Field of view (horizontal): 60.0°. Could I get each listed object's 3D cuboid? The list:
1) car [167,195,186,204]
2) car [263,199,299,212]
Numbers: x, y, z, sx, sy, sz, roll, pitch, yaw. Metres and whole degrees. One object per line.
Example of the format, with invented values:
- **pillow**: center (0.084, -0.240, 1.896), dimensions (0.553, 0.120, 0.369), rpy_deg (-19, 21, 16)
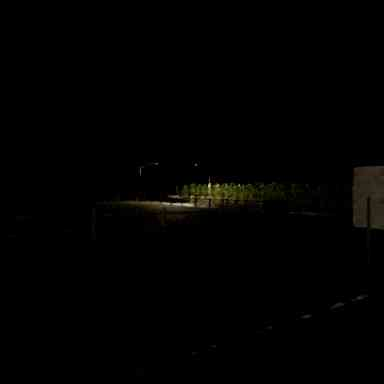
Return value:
- **car**: center (-2.946, 1.403, 61.804), dimensions (2.128, 1.511, 4.902), rpy_deg (1, 0, -32)
- **car**: center (10.768, 1.582, 40.234), dimensions (2.128, 1.511, 4.902), rpy_deg (1, 0, -33)
